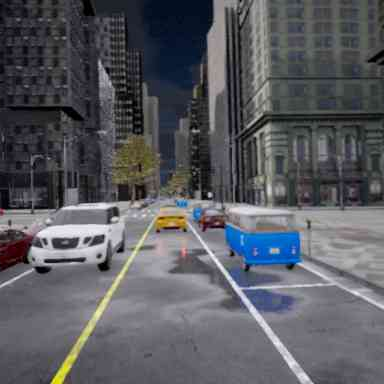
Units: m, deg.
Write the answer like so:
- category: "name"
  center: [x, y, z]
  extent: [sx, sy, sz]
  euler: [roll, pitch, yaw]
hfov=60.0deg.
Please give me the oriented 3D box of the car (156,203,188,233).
- category: "car"
  center: [-1.372, 1.765, 22.139]
  extent: [1.882, 1.535, 5.008]
  euler: [-1, -1, -4]

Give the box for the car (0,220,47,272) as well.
- category: "car"
  center: [-6.403, 1.833, 10.351]
  extent: [1.887, 1.381, 4.507]
  euler: [-1, -1, -4]

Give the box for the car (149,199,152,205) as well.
- category: "car"
  center: [-10.986, 2.490, 75.200]
  extent: [2.192, 1.841, 5.009]
  euler: [-1, -1, -4]

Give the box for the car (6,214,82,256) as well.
- category: "car"
  center: [-6.794, 1.905, 15.862]
  extent: [1.887, 1.381, 4.507]
  euler: [-1, -1, -4]

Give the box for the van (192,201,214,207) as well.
- category: "van"
  center: [0.952, 1.628, 27.475]
  extent: [1.690, 1.788, 3.998]
  euler: [-1, -1, -4]

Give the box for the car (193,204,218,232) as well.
- category: "car"
  center: [1.346, 1.758, 21.962]
  extent: [1.887, 1.381, 4.507]
  euler: [-1, -1, -4]

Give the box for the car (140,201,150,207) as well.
- category: "car"
  center: [-11.354, 2.801, 80.472]
  extent: [2.008, 1.369, 4.403]
  euler: [-1, -1, -4]

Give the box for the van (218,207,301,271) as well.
- category: "van"
  center: [2.120, 1.409, 10.943]
  extent: [1.690, 1.788, 3.998]
  euler: [-1, -1, -4]

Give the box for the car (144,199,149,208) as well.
- category: "car"
  center: [-10.607, 2.645, 69.922]
  extent: [1.887, 1.381, 4.507]
  euler: [-1, -1, -4]

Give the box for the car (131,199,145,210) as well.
- category: "car"
  center: [-9.854, 2.475, 59.199]
  extent: [1.752, 1.417, 4.829]
  euler: [-1, -1, -4]

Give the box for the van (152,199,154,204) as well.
- category: "van"
  center: [-12.106, 2.744, 91.025]
  extent: [1.690, 1.788, 3.998]
  euler: [-1, -1, -4]

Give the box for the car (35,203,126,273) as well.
- category: "car"
  center: [-3.747, 1.458, 12.016]
  extent: [2.150, 2.045, 5.566]
  euler: [-1, -1, -4]

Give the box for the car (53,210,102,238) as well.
- category: "car"
  center: [-7.186, 1.978, 21.373]
  extent: [1.887, 1.381, 4.507]
  euler: [-1, -1, -4]

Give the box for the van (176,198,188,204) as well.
- category: "van"
  center: [-1.745, 2.149, 65.361]
  extent: [1.690, 1.788, 3.998]
  euler: [-1, -1, -4]
